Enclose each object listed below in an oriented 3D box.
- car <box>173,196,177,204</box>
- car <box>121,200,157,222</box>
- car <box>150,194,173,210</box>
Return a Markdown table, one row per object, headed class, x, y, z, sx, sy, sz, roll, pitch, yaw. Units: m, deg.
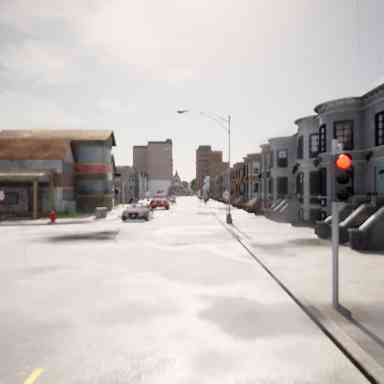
| class | x | y | z | sx | sy | sz | roll | pitch | yaw |
| --- | --- | --- | --- | --- | --- | --- | --- | --- | --- |
| car | -4.004 | 1.542 | 64.015 | 1.837 | 1.490 | 4.892 | 0 | -1 | 1 |
| car | -4.259 | 1.578 | 26.556 | 1.994 | 1.385 | 4.181 | 0 | 0 | 2 |
| car | -4.090 | 1.247 | 43.256 | 2.150 | 2.045 | 5.566 | 0 | 0 | 0 |
